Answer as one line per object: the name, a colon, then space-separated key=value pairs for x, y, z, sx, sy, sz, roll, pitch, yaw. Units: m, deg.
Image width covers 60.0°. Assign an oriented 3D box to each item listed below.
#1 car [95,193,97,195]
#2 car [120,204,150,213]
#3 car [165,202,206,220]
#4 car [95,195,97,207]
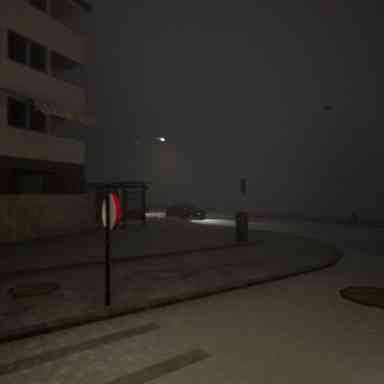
car: x=-18.641 y=1.255 z=61.323 sx=2.150 sy=2.045 sz=5.566 roll=0 pitch=0 yaw=-35
car: x=-6.360 y=1.591 z=36.816 sx=1.994 sy=1.385 sz=4.181 roll=0 pitch=0 yaw=-36
car: x=-0.604 y=1.591 z=28.732 sx=1.994 sy=1.385 sz=4.181 roll=0 pitch=0 yaw=-35
car: x=-12.275 y=1.553 z=45.183 sx=1.812 sy=1.442 sz=4.674 roll=0 pitch=0 yaw=-36
